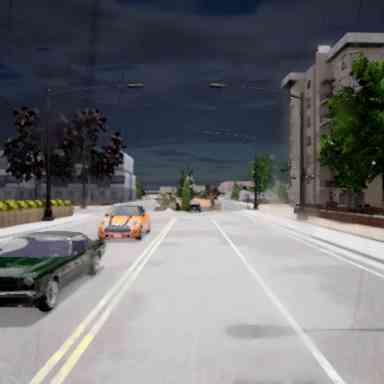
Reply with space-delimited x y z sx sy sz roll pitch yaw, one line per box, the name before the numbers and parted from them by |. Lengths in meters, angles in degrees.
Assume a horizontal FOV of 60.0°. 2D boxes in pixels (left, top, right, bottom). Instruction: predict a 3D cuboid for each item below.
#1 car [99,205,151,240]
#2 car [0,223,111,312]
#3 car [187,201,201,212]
car | -3.503 1.501 17.941 2.097 1.767 4.553 0 -1 0
car | -3.569 1.663 7.973 1.895 1.301 4.718 0 0 0
car | 0.330 2.107 48.408 1.882 1.535 5.008 0 -1 0
